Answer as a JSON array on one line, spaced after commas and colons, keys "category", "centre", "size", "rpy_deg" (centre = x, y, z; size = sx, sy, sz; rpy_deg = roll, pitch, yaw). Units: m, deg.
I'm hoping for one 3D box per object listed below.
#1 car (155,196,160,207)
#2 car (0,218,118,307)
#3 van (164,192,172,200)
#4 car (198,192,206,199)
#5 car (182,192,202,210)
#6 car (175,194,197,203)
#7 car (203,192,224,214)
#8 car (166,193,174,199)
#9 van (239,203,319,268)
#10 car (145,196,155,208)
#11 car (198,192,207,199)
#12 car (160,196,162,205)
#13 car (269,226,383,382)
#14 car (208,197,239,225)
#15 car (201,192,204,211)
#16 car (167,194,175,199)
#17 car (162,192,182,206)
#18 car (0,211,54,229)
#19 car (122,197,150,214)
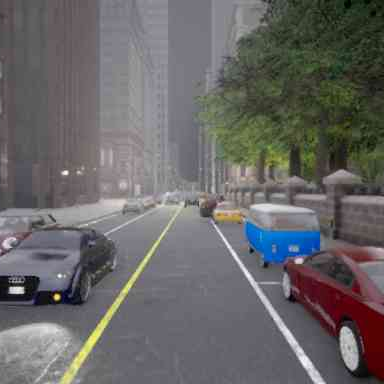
[{"category": "car", "centre": [-5.766, 1.279, 44.038], "size": [1.967, 1.590, 4.097], "rpy_deg": [0, 0, 0]}, {"category": "car", "centre": [-3.101, 1.544, 7.869], "size": [1.994, 1.385, 4.181], "rpy_deg": [0, 0, 0]}, {"category": "van", "centre": [-5.770, 1.001, 81.742], "size": [1.690, 1.788, 3.998], "rpy_deg": [0, 0, 0]}, {"category": "car", "centre": [2.753, 0.933, 92.633], "size": [2.192, 1.841, 5.009], "rpy_deg": [0, 0, 0]}, {"category": "car", "centre": [0.027, 1.179, 46.293], "size": [2.097, 1.767, 4.553], "rpy_deg": [0, 0, 1]}, {"category": "car", "centre": [-1.098, 1.233, 64.649], "size": [2.128, 1.511, 4.902], "rpy_deg": [0, 0, 26]}, {"category": "car", "centre": [2.760, 1.180, 38.524], "size": [2.192, 1.841, 5.009], "rpy_deg": [0, 0, 0]}, {"category": "car", "centre": [-5.771, 1.079, 87.183], "size": [1.967, 1.590, 4.097], "rpy_deg": [0, 0, 0]}, {"category": "van", "centre": [2.762, 1.313, 10.902], "size": [1.690, 1.788, 3.998], "rpy_deg": [0, 0, 0]}, {"category": "car", "centre": [-5.766, 1.391, 38.344], "size": [1.752, 1.417, 4.829], "rpy_deg": [0, 0, 0]}, {"category": "car", "centre": [2.754, 0.954, 87.192], "size": [2.192, 1.841, 5.009], "rpy_deg": [0, 0, 0]}, {"category": "car", "centre": [-5.767, 1.349, 55.086], "size": [1.947, 1.339, 4.313], "rpy_deg": [0, 0, 0]}, {"category": "car", "centre": [2.762, 1.533, 5.380], "size": [1.887, 1.381, 4.507], "rpy_deg": [0, 0, 0]}, {"category": "car", "centre": [2.348, 1.383, 23.414], "size": [1.801, 1.575, 5.366], "rpy_deg": [0, 0, 0]}, {"category": "car", "centre": [2.760, 1.154, 44.049], "size": [2.192, 1.841, 5.009], "rpy_deg": [0, 0, 0]}, {"category": "car", "centre": [-5.772, 1.162, 92.624], "size": [1.887, 1.381, 4.507], "rpy_deg": [0, 0, 0]}, {"category": "car", "centre": [-3.062, 1.152, 51.742], "size": [2.097, 1.767, 4.553], "rpy_deg": [0, 0, 0]}, {"category": "car", "centre": [-5.764, 1.411, 10.892], "size": [1.967, 1.590, 4.097], "rpy_deg": [0, 0, 0]}, {"category": "car", "centre": [-5.766, 1.440, 32.990], "size": [2.008, 1.369, 4.403], "rpy_deg": [0, 0, 0]}]
